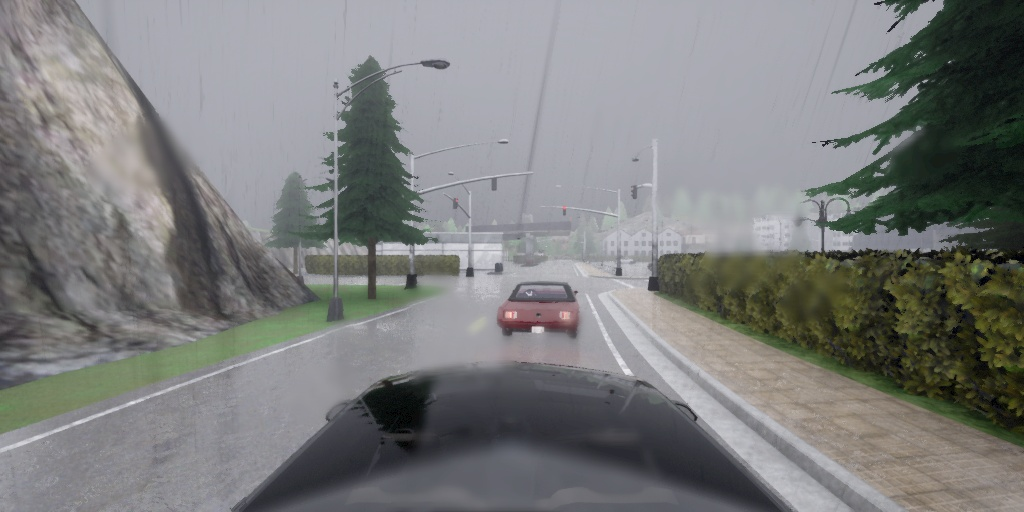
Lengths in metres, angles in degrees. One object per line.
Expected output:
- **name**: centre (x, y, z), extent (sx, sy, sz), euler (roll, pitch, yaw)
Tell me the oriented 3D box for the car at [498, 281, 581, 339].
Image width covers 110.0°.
- **car**: centre (0.918, 1.351, 10.149), extent (1.895, 1.301, 4.718), euler (0, 0, 8)
